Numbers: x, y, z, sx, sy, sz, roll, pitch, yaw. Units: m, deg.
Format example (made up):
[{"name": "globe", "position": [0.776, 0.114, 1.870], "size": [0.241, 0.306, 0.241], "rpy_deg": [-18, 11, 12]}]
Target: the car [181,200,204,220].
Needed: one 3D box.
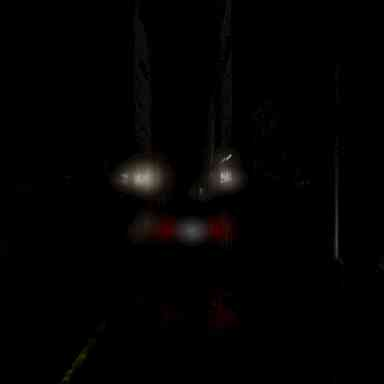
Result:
[{"name": "car", "position": [0.057, 1.511, 29.763], "size": [1.882, 1.535, 5.008], "rpy_deg": [0, 0, 0]}]

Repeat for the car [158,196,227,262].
[{"name": "car", "position": [0.036, 1.234, 12.331], "size": [2.150, 2.045, 5.566], "rpy_deg": [0, 0, 1]}]

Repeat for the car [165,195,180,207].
[{"name": "car", "position": [-3.077, 1.419, 52.381], "size": [2.097, 1.767, 4.553], "rpy_deg": [0, 0, 0]}]
